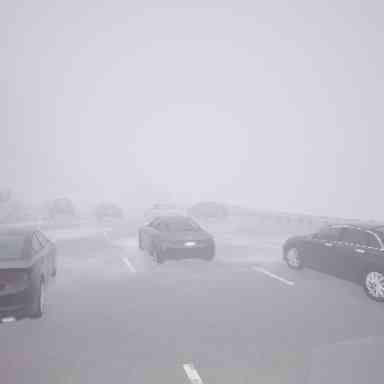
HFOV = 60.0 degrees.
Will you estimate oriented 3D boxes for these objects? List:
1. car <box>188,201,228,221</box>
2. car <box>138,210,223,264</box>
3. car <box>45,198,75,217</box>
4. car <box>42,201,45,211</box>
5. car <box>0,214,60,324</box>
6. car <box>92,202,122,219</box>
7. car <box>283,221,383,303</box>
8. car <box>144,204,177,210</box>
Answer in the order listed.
[{"bbox_3d":[1.152,1.486,26.798,2.128,1.511,4.902,0,0,-23],"label":"car"},{"bbox_3d":[-0.716,1.561,12.073,1.994,1.385,4.181,0,0,-19],"label":"car"},{"bbox_3d":[-12.219,1.348,31.010,2.097,1.767,4.553,0,0,-26],"label":"car"},{"bbox_3d":[-16.993,1.542,40.238,2.033,1.411,5.357,0,0,-29],"label":"car"},{"bbox_3d":[-4.025,1.477,7.072,1.882,1.535,5.008,0,0,-18],"label":"car"},{"bbox_3d":[-7.404,1.559,28.889,1.994,1.385,4.181,0,0,-24],"label":"car"},{"bbox_3d":[4.192,1.502,8.354,1.837,1.490,4.892,0,0,-17],"label":"car"},{"bbox_3d":[-2.418,1.596,26.308,1.895,1.301,4.718,0,0,-23],"label":"car"}]
